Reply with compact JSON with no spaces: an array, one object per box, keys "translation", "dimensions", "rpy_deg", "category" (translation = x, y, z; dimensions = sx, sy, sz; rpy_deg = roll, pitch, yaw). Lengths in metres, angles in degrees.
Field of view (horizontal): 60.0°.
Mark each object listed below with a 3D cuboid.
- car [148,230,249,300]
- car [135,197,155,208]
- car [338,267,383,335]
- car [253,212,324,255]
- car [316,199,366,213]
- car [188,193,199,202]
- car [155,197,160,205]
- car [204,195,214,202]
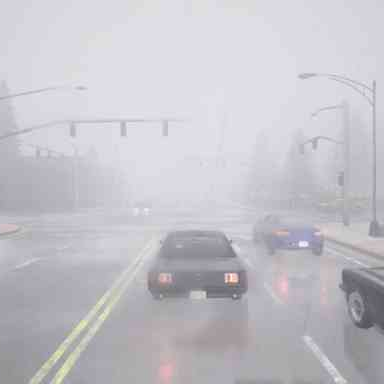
[{"translation":[0.100,1.601,8.320],"dimensions":[1.895,1.301,4.718],"rpy_deg":[0,0,0],"category":"car"},{"translation":[-6.887,1.526,47.408],"dimensions":[1.812,1.442,4.674],"rpy_deg":[0,0,0],"category":"car"},{"translation":[3.614,1.601,4.008],"dimensions":[1.895,1.301,4.718],"rpy_deg":[0,0,0],"category":"car"},{"translation":[3.638,1.526,13.111],"dimensions":[1.812,1.442,4.674],"rpy_deg":[0,0,0],"category":"car"},{"translation":[16.084,1.478,36.090],"dimensions":[5.008,1.535,1.882],"rpy_deg":[0,0,0],"category":"car"},{"translation":[0.336,1.225,74.891],"dimensions":[2.150,2.045,5.566],"rpy_deg":[0,0,0],"category":"car"},{"translation":[-6.813,1.563,59.866],"dimensions":[1.994,1.385,4.181],"rpy_deg":[0,0,0],"category":"car"},{"translation":[3.840,1.355,74.996],"dimensions":[2.097,1.767,4.553],"rpy_deg":[0,0,0],"category":"car"}]
